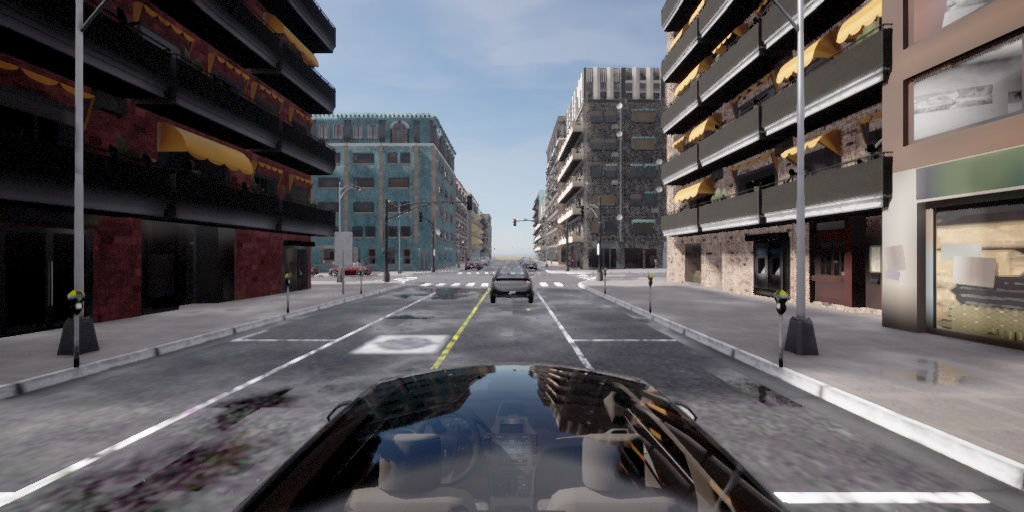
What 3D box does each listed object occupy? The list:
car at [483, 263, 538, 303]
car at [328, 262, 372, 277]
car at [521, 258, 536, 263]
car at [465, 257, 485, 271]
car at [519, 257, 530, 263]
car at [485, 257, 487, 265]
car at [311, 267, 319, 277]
[{"bbox_3d":[0.000,1.243,16.500,2.128,1.511,4.902,0,0,0],"label":"car"},{"bbox_3d":[-16.905,1.380,37.431,4.097,1.591,1.967,0,0,0],"label":"car"},{"bbox_3d":[2.565,1.302,49.583,1.948,1.339,4.313,0,0,0],"label":"car"},{"bbox_3d":[-5.315,1.051,49.582,2.192,1.841,5.009,0,0,0],"label":"car"},{"bbox_3d":[2.566,1.312,60.687,1.802,1.307,4.207,0,0,0],"label":"car"},{"bbox_3d":[-5.315,1.278,55.134,1.888,1.381,4.507,0,0,0],"label":"car"},{"bbox_3d":[-22.454,1.591,37.469,4.207,1.307,1.802,0,0,0],"label":"car"}]
